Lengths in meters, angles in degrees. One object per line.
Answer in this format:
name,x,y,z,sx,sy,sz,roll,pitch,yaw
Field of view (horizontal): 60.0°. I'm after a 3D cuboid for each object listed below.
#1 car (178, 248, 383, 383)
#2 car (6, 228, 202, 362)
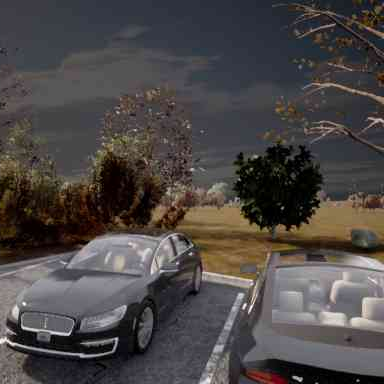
car,1.652,1.487,4.317,2.231,1.521,4.892,0,-1,15
car,-1.105,1.487,6.297,2.231,1.521,4.892,1,-1,16
